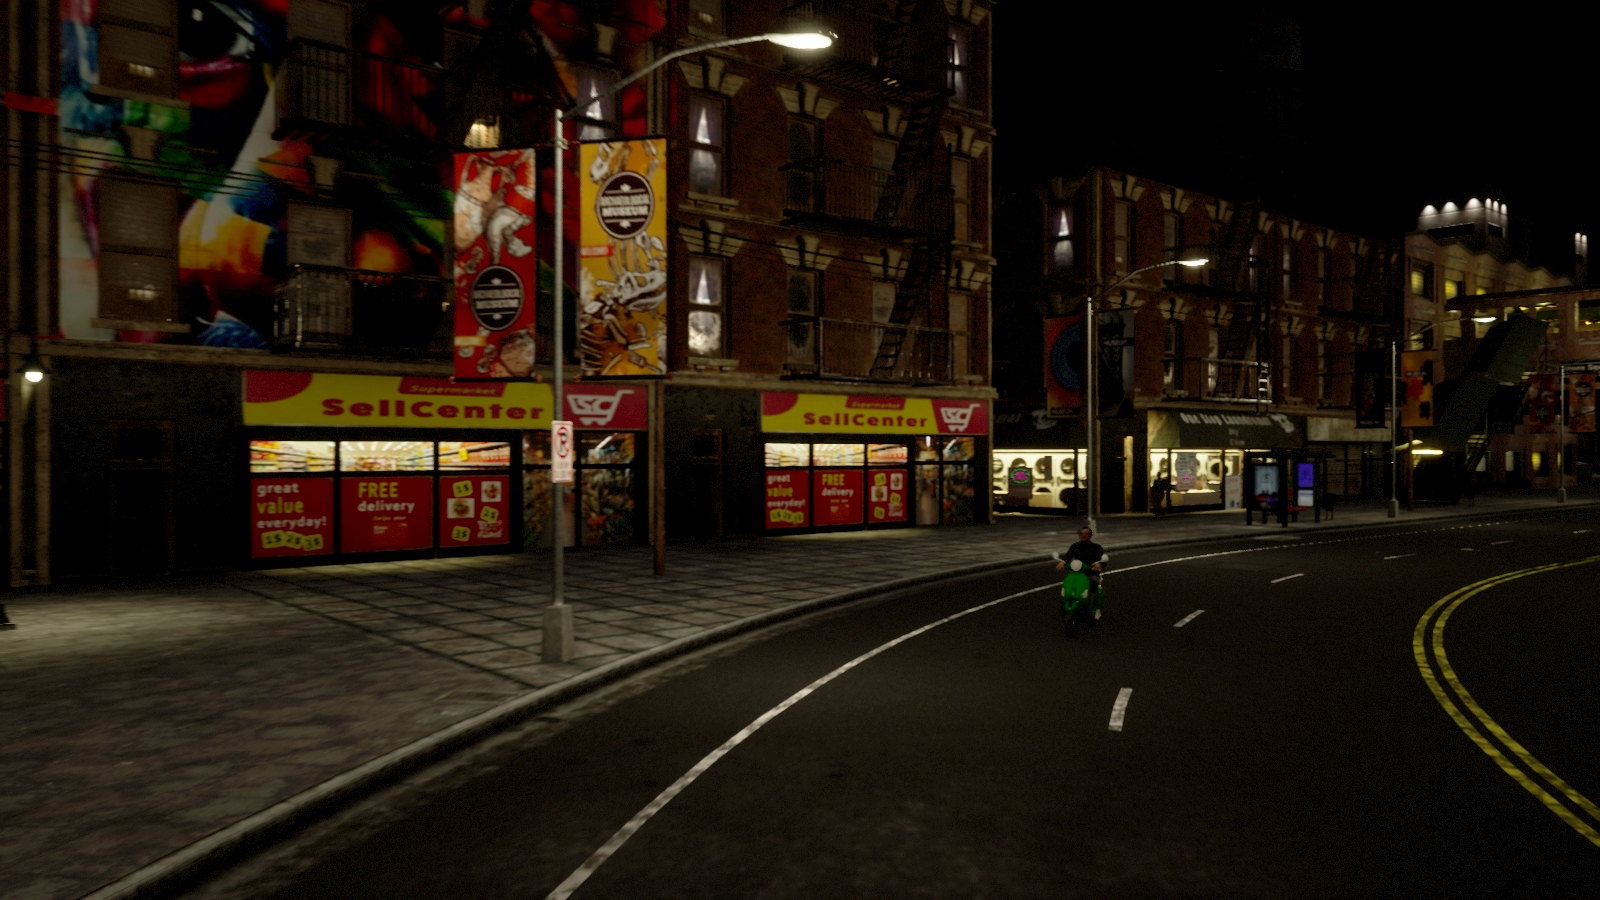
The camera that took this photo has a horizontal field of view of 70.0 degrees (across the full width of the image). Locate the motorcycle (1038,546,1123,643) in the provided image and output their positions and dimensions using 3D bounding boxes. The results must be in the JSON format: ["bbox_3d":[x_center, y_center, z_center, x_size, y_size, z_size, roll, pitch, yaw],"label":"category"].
[{"bbox_3d":[4.345,2.184,17.589,0.856,1.236,1.805,1,0,27],"label":"motorcycle"}]

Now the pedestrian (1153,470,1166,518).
[{"bbox_3d":[14.098,1.703,44.831,0.375,1.860,0.375,0,0,41],"label":"pedestrian"}]
